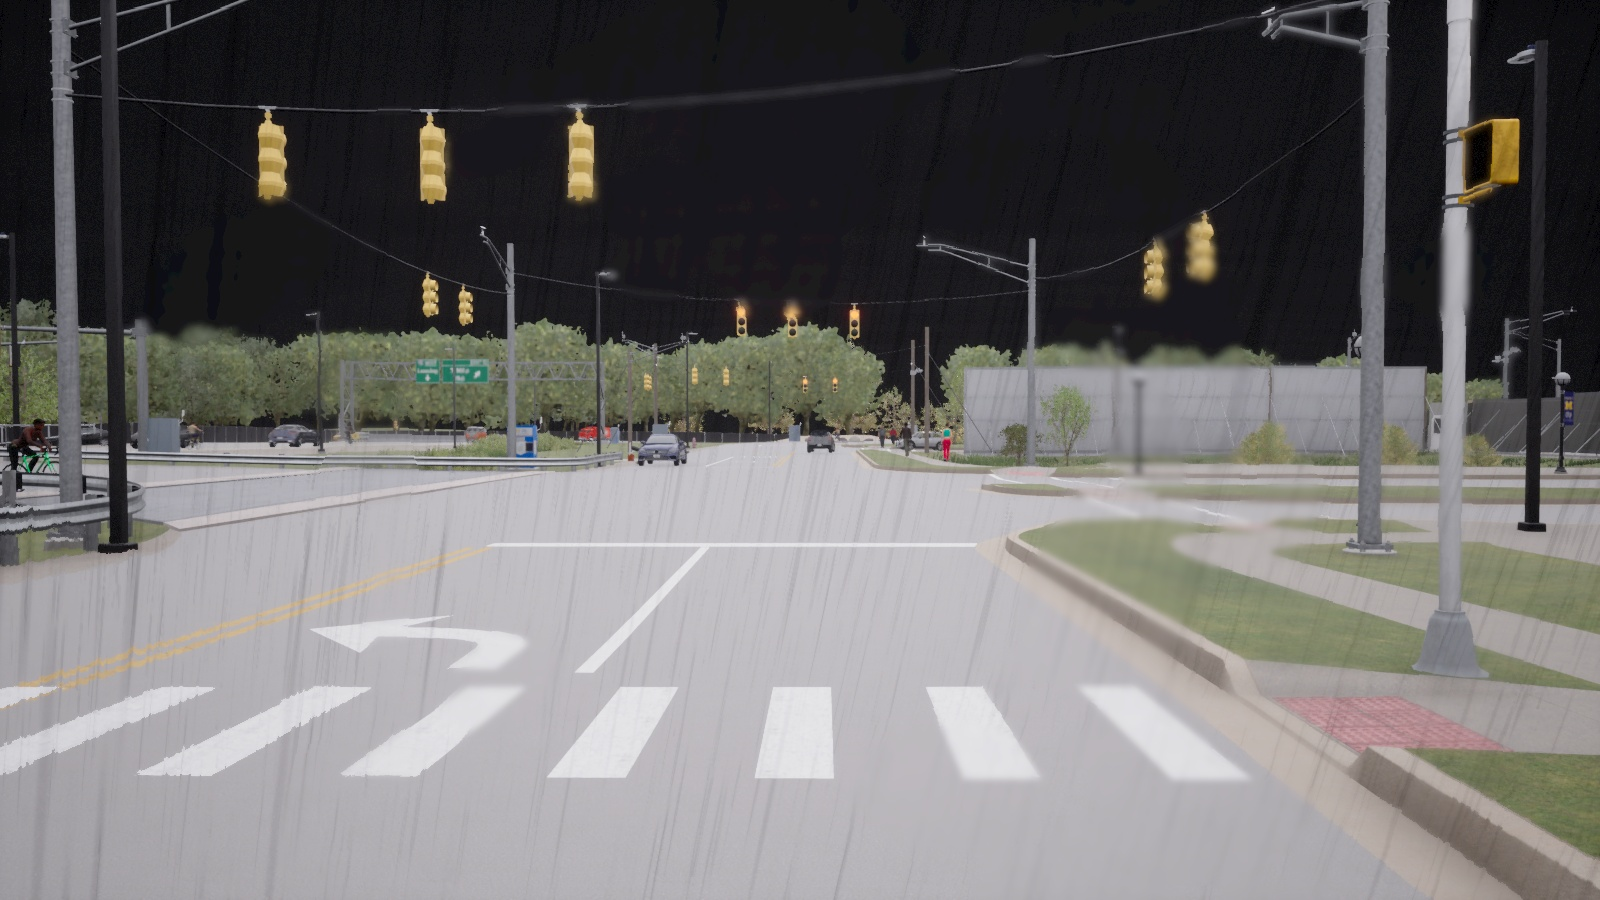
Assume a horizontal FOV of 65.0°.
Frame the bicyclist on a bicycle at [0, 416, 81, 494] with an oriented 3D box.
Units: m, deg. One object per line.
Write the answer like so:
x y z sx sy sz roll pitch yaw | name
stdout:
-16.783 0.111 27.556 1.656 1.620 0.582 -2 0 8 | bicyclist on a bicycle

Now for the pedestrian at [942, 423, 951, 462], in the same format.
6.967 -0.376 59.637 0.345 1.836 0.594 0 2 0 | pedestrian

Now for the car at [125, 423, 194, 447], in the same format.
-40.517 -0.946 79.600 2.007 1.525 4.514 0 1 1 | car

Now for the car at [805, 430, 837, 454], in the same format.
1.424 -0.557 83.866 1.845 1.501 3.633 0 1 5 | car

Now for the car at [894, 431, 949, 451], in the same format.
9.388 -0.709 97.241 3.806 1.475 1.970 1 2 -9 | car

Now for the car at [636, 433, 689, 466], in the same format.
-6.295 -0.042 57.913 1.812 1.442 4.674 0 1 1 | car

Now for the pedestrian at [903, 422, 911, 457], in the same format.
5.751 -0.581 67.624 0.431 1.840 0.703 0 2 4 | pedestrian

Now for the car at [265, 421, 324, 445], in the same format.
-36.819 -1.236 91.597 2.152 1.651 5.027 0 1 1 | car
